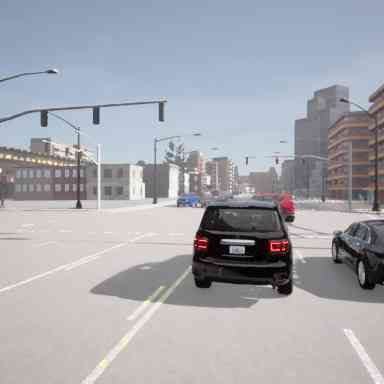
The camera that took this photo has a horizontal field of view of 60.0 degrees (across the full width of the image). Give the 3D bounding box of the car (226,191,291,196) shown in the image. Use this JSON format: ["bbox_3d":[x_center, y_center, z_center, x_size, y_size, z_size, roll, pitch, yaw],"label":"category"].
[{"bbox_3d":[5.982,1.191,28.697,5.566,2.045,2.150,0,0,10],"label":"car"}]

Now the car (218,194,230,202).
[{"bbox_3d":[6.184,1.091,64.268,1.837,1.490,4.892,0,1,12],"label":"car"}]

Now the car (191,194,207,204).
[{"bbox_3d":[1.295,1.217,57.975,1.837,1.490,4.892,0,1,11],"label":"car"}]

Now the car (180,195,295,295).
[{"bbox_3d":[1.558,1.221,9.073,2.150,2.045,5.566,0,0,15],"label":"car"}]

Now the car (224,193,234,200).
[{"bbox_3d":[8.257,0.926,74.218,1.812,1.442,4.674,0,1,11],"label":"car"}]

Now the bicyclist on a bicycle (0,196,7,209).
[{"bbox_3d":[-23.742,1.303,41.537,0.582,1.620,1.656,0,0,10],"label":"bicyclist on a bicycle"}]

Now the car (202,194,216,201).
[{"bbox_3d":[3.456,1.075,68.235,2.033,1.411,5.357,0,1,12],"label":"car"}]

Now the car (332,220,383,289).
[{"bbox_3d":[5.118,1.505,8.945,1.837,1.490,4.892,0,0,11],"label":"car"}]

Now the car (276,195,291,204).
[{"bbox_3d":[15.512,1.232,56.741,2.033,1.411,5.357,0,1,11],"label":"car"}]

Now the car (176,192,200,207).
[{"bbox_3d":[-0.639,1.079,48.503,2.150,2.045,5.566,0,1,12],"label":"car"}]

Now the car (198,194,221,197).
[{"bbox_3d":[2.436,1.381,46.090,1.837,1.490,4.892,0,1,12],"label":"car"}]

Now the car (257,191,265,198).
[{"bbox_3d":[17.620,0.559,85.140,2.097,1.767,4.553,0,1,11],"label":"car"}]
